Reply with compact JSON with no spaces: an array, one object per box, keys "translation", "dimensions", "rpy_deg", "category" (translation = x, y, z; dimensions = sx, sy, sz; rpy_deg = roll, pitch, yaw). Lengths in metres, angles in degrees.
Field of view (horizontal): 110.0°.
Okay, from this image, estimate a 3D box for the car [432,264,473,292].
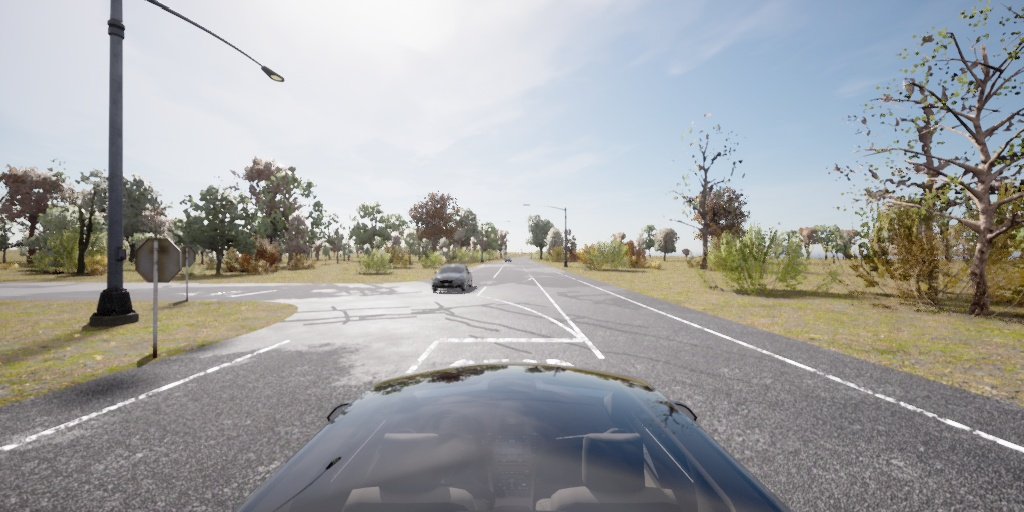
[{"translation":[-3.442,1.245,21.305],"dimensions":[1.837,1.490,4.892],"rpy_deg":[0,0,0],"category":"car"}]
